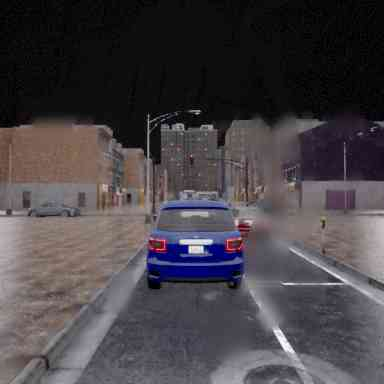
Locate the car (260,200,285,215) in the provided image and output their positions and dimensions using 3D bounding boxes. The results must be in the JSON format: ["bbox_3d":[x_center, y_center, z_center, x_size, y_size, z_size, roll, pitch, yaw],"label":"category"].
[{"bbox_3d":[6.354,1.586,31.734,4.892,1.490,1.837,0,-2,0],"label":"car"}]

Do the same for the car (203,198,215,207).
[{"bbox_3d":[2.748,1.717,54.647,1.752,1.417,4.829,1,0,0],"label":"car"}]

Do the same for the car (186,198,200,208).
[{"bbox_3d":[0.182,1.677,53.919,2.128,1.511,4.902,0,0,0],"label":"car"}]

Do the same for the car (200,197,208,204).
[{"bbox_3d":[2.783,1.912,76.397,1.752,1.417,4.829,1,-1,0],"label":"car"}]

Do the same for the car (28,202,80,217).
[{"bbox_3d":[-11.925,1.590,28.928,4.181,1.385,1.994,0,-2,0],"label":"car"}]

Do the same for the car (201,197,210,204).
[{"bbox_3d":[2.774,1.859,70.959,1.752,1.417,4.829,1,-1,0],"label":"car"}]

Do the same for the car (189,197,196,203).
[{"bbox_3d":[0.139,1.949,82.347,1.837,1.490,4.892,0,-1,0],"label":"car"}]

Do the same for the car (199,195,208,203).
[{"bbox_3d":[2.796,1.757,81.668,2.192,1.841,5.009,1,-1,0],"label":"car"}]

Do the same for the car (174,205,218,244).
[{"bbox_3d":[0.124,1.500,17.044,1.882,1.535,5.008,0,0,-1],"label":"car"}]

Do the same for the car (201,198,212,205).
[{"bbox_3d":[2.764,1.847,65.352,1.947,1.339,4.313,1,-1,0],"label":"car"}]

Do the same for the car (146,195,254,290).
[{"bbox_3d":[0.056,1.230,9.235,2.150,2.045,5.566,0,0,-1],"label":"car"}]

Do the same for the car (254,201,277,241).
[{"bbox_3d":[2.689,1.462,16.857,1.967,1.590,4.097,2,0,0],"label":"car"}]

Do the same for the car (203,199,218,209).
[{"bbox_3d":[2.737,1.718,49.040,1.947,1.339,4.313,1,0,0],"label":"car"}]

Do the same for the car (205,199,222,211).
[{"bbox_3d":[2.728,1.684,43.603,1.947,1.339,4.313,1,0,0],"label":"car"}]
